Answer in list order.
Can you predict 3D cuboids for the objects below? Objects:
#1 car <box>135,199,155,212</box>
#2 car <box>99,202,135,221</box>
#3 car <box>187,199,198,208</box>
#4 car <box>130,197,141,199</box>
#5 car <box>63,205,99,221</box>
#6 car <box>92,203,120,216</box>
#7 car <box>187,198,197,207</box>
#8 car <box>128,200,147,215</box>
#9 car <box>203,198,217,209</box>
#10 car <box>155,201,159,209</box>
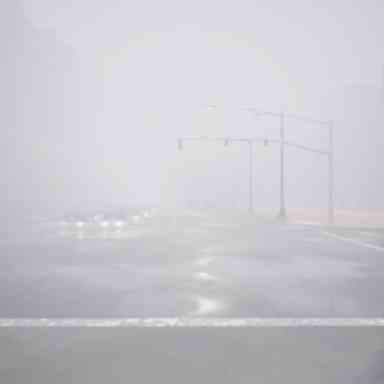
[{"bbox_3d":[-7.092,2.202,49.218,1.994,1.385,4.181,0,-1,0],"label":"car"},{"bbox_3d":[-7.095,1.976,31.724,1.994,1.385,4.181,0,-1,0],"label":"car"},{"bbox_3d":[0.094,2.299,62.301,2.128,1.511,4.902,0,-1,0],"label":"car"},{"bbox_3d":[-10.550,2.022,61.764,2.150,2.045,5.566,0,-1,0],"label":"car"},{"bbox_3d":[-10.596,1.938,31.756,1.812,1.442,4.674,0,-1,0],"label":"car"},{"bbox_3d":[-10.591,2.084,41.331,2.033,1.411,5.357,0,-1,0],"label":"car"},{"bbox_3d":[-0.004,2.295,72.481,2.097,1.767,4.553,0,-1,0],"label":"car"},{"bbox_3d":[-7.091,2.051,40.468,1.812,1.442,4.674,0,-1,0],"label":"car"},{"bbox_3d":[3.495,2.296,61.025,1.837,1.490,4.892,0,-1,0],"label":"car"},{"bbox_3d":[-7.069,2.331,59.194,1.994,1.385,4.181,0,-1,0],"label":"car"}]
